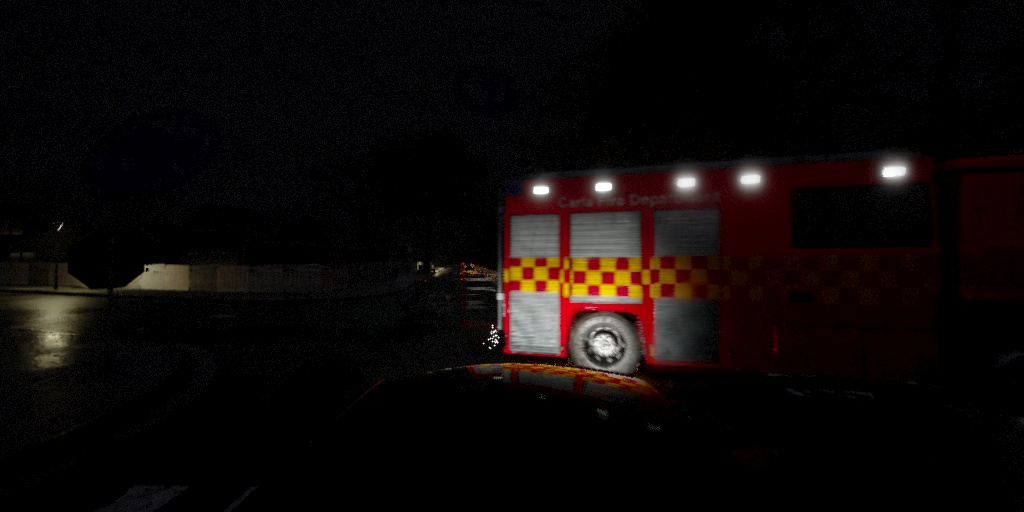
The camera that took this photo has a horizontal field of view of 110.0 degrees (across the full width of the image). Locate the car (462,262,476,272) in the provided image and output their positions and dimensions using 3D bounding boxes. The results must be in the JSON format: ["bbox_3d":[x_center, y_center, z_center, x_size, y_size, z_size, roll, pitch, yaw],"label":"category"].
[{"bbox_3d":[-6.815,1.786,56.326,1.812,1.442,4.674,0,-1,-8],"label":"car"}]

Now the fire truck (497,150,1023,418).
[{"bbox_3d":[4.173,0.149,6.423,8.468,3.827,2.891,0,-1,15],"label":"fire truck"}]

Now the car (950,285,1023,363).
[{"bbox_3d":[12.557,1.414,7.150,4.674,1.442,1.812,0,-1,15],"label":"car"}]
